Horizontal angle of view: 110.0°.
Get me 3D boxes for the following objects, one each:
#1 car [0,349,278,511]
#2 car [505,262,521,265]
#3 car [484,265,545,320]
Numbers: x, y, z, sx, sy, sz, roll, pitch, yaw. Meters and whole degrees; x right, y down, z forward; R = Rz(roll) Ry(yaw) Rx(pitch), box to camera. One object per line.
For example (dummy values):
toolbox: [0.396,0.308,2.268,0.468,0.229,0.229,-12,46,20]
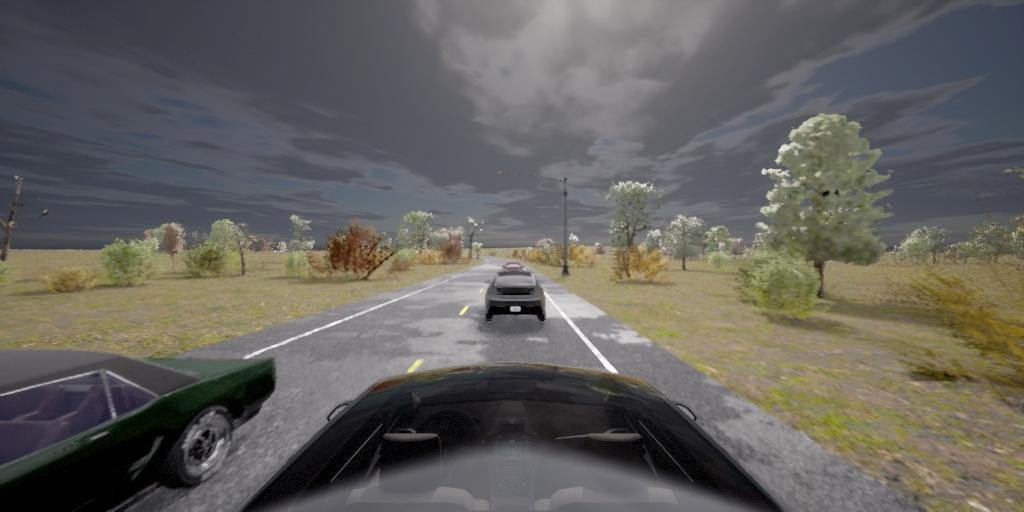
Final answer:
car: [-3.598,1.351,1.828,1.895,1.301,4.718,0,0,0]
car: [0.093,1.242,30.658,1.812,1.442,4.674,0,0,0]
car: [0.090,1.248,12.554,1.837,1.490,4.892,0,0,0]
